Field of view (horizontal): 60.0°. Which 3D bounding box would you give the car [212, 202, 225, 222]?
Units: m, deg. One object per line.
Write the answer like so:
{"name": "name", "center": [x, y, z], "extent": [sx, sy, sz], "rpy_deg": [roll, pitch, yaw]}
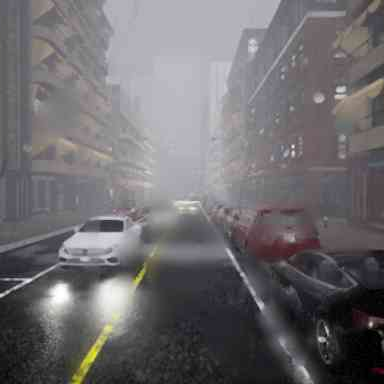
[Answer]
{"name": "car", "center": [2.557, 1.576, 22.172], "extent": [1.802, 1.307, 4.206], "rpy_deg": [-1, 0, 0]}

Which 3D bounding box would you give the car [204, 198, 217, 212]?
{"name": "car", "center": [2.557, 1.555, 33.270], "extent": [1.947, 1.339, 4.313], "rpy_deg": [-1, 0, 0]}

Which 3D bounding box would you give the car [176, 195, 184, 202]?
{"name": "car", "center": [-2.748, 1.442, 75.071], "extent": [1.994, 1.385, 4.181], "rpy_deg": [0, 0, 0]}

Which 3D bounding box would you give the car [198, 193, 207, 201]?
{"name": "car", "center": [2.556, 1.278, 83.211], "extent": [2.192, 1.841, 5.009], "rpy_deg": [-1, 0, 0]}

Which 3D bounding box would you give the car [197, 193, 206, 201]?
{"name": "car", "center": [2.556, 1.275, 88.760], "extent": [2.192, 1.841, 5.009], "rpy_deg": [-1, 0, 0]}

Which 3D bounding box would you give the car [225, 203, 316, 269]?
{"name": "car", "center": [2.553, 1.312, 11.074], "extent": [2.192, 1.841, 5.009], "rpy_deg": [-1, 0, 0]}

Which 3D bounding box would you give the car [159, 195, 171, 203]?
{"name": "car", "center": [-5.323, 1.413, 66.544], "extent": [1.967, 1.590, 4.097], "rpy_deg": [-1, 0, 0]}

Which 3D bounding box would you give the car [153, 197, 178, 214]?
{"name": "car", "center": [-2.844, 1.552, 34.445], "extent": [1.994, 1.385, 4.181], "rpy_deg": [0, 0, 0]}

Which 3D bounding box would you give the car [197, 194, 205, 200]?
{"name": "car", "center": [2.558, 1.396, 94.309], "extent": [1.967, 1.590, 4.097], "rpy_deg": [-1, 0, 0]}

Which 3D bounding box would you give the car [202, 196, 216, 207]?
{"name": "car", "center": [2.557, 1.537, 38.819], "extent": [2.008, 1.369, 4.403], "rpy_deg": [-1, 0, 0]}

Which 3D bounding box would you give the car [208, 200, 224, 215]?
{"name": "car", "center": [2.557, 1.573, 27.721], "extent": [1.802, 1.307, 4.206], "rpy_deg": [-1, 0, 0]}

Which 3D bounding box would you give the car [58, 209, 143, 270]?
{"name": "car", "center": [-2.822, 1.523, 11.243], "extent": [1.812, 1.442, 4.674], "rpy_deg": [0, 0, 1]}

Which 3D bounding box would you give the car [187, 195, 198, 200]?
{"name": "car", "center": [0.280, 1.463, 92.232], "extent": [1.837, 1.490, 4.892], "rpy_deg": [0, 0, 15]}

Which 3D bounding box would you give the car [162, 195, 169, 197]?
{"name": "car", "center": [-5.323, 1.504, 55.276], "extent": [1.752, 1.417, 4.829], "rpy_deg": [-1, 0, 0]}

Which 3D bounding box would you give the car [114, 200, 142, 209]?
{"name": "car", "center": [-5.325, 1.431, 27.700], "extent": [1.967, 1.590, 4.097], "rpy_deg": [-1, 0, 0]}

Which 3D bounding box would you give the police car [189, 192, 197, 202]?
{"name": "police car", "center": [0.827, 1.393, 76.465], "extent": [1.930, 1.638, 5.238], "rpy_deg": [0, 0, 0]}

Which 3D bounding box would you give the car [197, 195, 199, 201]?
{"name": "car", "center": [2.559, 1.552, 72.113], "extent": [1.802, 1.307, 4.206], "rpy_deg": [-1, 0, 0]}

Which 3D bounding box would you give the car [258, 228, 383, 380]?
{"name": "car", "center": [2.556, 1.565, 5.525], "extent": [1.947, 1.339, 4.313], "rpy_deg": [-1, 0, 0]}

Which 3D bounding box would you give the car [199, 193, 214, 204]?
{"name": "car", "center": [2.555, 1.296, 49.917], "extent": [2.192, 1.841, 5.009], "rpy_deg": [-1, 0, 0]}

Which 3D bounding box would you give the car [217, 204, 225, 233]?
{"name": "car", "center": [2.556, 1.546, 16.623], "extent": [2.008, 1.369, 4.403], "rpy_deg": [-1, 0, 0]}
